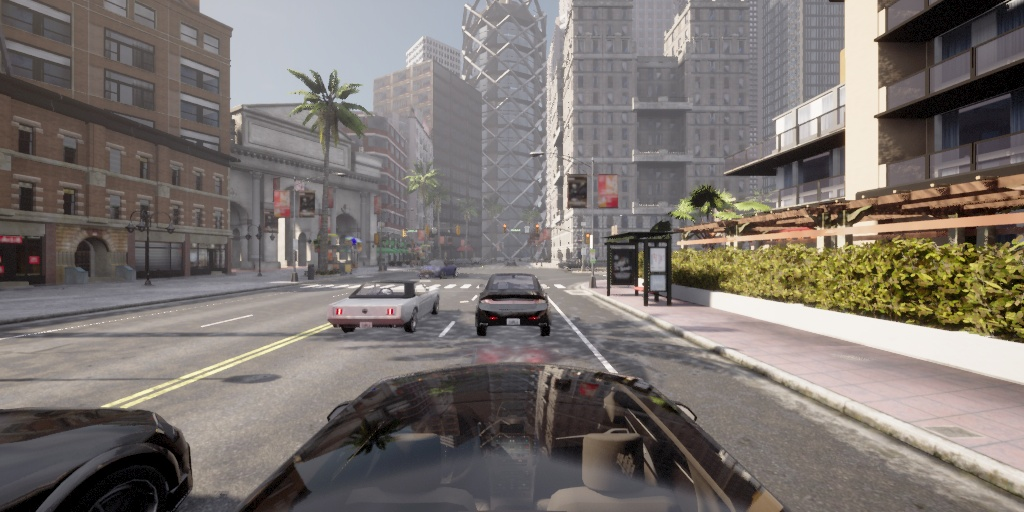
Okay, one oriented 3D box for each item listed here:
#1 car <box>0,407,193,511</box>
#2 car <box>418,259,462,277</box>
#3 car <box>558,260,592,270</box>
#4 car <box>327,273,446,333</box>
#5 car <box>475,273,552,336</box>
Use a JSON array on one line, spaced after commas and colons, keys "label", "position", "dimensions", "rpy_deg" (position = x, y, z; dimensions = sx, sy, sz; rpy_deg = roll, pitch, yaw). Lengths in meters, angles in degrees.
[{"label": "car", "position": [-3.392, 1.314, 0.930], "dimensions": [1.994, 1.385, 4.181], "rpy_deg": [0, 0, 0]}, {"label": "car", "position": [-6.551, 1.102, 31.879], "dimensions": [2.097, 1.767, 4.553], "rpy_deg": [0, 0, 13]}, {"label": "car", "position": [8.943, 1.257, 50.296], "dimensions": [4.892, 1.490, 1.837], "rpy_deg": [1, 0, 4]}, {"label": "car", "position": [-3.457, 1.351, 10.750], "dimensions": [1.895, 1.301, 4.718], "rpy_deg": [0, 0, 0]}, {"label": "car", "position": [0.041, 1.242, 10.370], "dimensions": [2.128, 1.511, 4.902], "rpy_deg": [0, 0, 0]}]
